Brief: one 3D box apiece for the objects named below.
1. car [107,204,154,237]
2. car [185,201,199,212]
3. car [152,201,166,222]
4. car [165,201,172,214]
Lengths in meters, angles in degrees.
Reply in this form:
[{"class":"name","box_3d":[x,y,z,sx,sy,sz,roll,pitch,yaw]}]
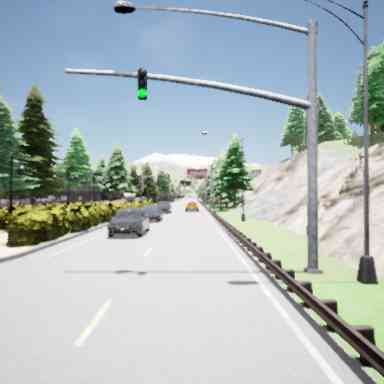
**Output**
[{"class":"car","box_3d":[-3.597,1.710,19.541,1.837,1.490,4.892,0,-1,0]},{"class":"car","box_3d":[0.003,1.975,47.629,1.882,1.535,5.008,0,0,0]},{"class":"car","box_3d":[-3.593,1.833,29.316,1.812,1.442,4.674,0,0,0]},{"class":"car","box_3d":[-3.582,1.944,42.091,1.837,1.490,4.892,0,-1,0]}]
